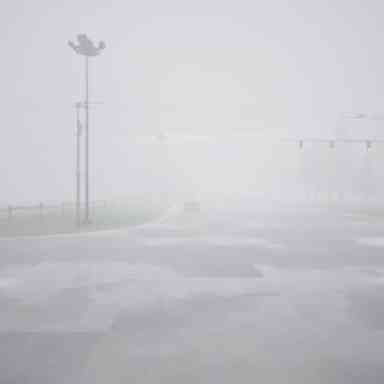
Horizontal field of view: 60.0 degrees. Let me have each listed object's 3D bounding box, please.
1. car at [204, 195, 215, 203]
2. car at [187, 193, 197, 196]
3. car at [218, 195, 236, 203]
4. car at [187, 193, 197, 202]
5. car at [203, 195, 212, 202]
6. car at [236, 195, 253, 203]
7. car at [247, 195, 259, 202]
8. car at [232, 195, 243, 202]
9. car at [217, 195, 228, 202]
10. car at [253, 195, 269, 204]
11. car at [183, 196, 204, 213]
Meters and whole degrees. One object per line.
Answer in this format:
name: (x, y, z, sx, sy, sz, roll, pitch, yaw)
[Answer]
car: (3.503, 1.569, 67.193, 1.994, 1.385, 4.181, 0, 0, 0)
car: (0.003, 1.511, 66.621, 1.837, 1.490, 4.892, 0, 0, 0)
car: (7.003, 1.554, 66.556, 2.033, 1.411, 5.357, 0, 0, 0)
car: (0.003, 1.182, 77.052, 2.150, 2.045, 5.566, 0, 0, 0)
car: (3.504, 1.481, 77.022, 1.812, 1.442, 4.674, 0, 0, 0)
car: (10.503, 1.532, 66.748, 1.812, 1.442, 4.674, 0, 0, 0)
car: (14.004, 1.451, 77.020, 1.837, 1.490, 4.892, 0, 0, 0)
car: (10.504, 1.475, 77.020, 1.812, 1.442, 4.674, 0, 0, 0)
car: (7.004, 1.479, 77.021, 2.128, 1.511, 4.902, 0, 0, 0)
car: (14.003, 1.552, 66.480, 2.033, 1.411, 5.357, 0, 0, 0)
car: (0.001, 1.482, 36.789, 1.882, 1.535, 5.008, 0, 0, 0)
